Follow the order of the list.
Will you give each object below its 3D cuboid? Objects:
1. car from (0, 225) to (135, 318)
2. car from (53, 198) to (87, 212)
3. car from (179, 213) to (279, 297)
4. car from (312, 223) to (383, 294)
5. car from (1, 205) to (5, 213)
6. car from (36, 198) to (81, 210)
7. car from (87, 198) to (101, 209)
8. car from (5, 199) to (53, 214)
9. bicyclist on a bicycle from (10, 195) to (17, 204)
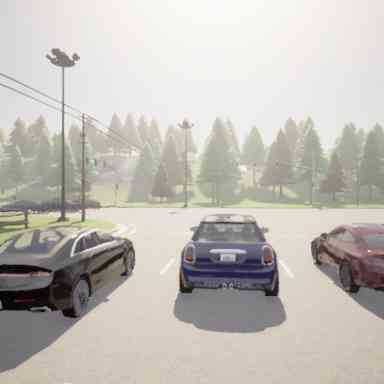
[{"bbox_3d":[-2.713,1.489,7.442,2.128,1.511,4.902,0,0,7],"label":"car"},{"bbox_3d":[-15.060,1.585,38.282,4.718,1.301,1.895,0,0,7],"label":"car"},{"bbox_3d":[0.977,1.347,8.825,2.097,1.767,4.553,0,0,7],"label":"car"},{"bbox_3d":[4.473,1.521,8.581,1.812,1.442,4.674,0,0,7],"label":"car"},{"bbox_3d":[-21.222,1.479,31.981,4.902,1.511,2.128,0,0,7],"label":"car"},{"bbox_3d":[-16.777,1.474,42.018,4.902,1.511,2.128,0,0,7],"label":"car"},{"bbox_3d":[-14.540,1.545,45.270,4.181,1.385,1.994,0,0,7],"label":"car"},{"bbox_3d":[-17.628,1.511,35.069,4.674,1.442,1.812,0,0,7],"label":"car"},{"bbox_3d":[-27.215,1.282,50.812,0.582,1.620,1.656,0,0,7],"label":"bicyclist on a bicycle"}]
